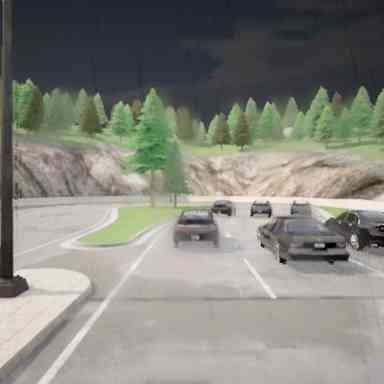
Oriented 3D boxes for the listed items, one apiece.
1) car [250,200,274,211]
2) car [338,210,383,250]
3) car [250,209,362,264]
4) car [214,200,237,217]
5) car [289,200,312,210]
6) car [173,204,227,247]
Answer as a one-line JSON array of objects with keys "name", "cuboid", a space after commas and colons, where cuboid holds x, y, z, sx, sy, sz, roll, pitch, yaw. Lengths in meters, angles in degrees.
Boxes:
[{"name": "car", "cuboid": [6.635, 1.501, 31.469, 2.128, 1.511, 4.902, 0, 0, 16]}, {"name": "car", "cuboid": [7.191, 1.511, 14.119, 1.837, 1.490, 4.892, 0, 1, 2]}, {"name": "car", "cuboid": [3.629, 1.551, 11.852, 2.033, 1.411, 5.357, 0, 0, 1]}, {"name": "car", "cuboid": [3.059, 1.515, 31.642, 1.837, 1.490, 4.892, 0, 0, 15]}, {"name": "car", "cuboid": [10.236, 1.501, 31.357, 2.128, 1.511, 4.902, 0, 0, 16]}, {"name": "car", "cuboid": [0.229, 1.497, 14.918, 2.128, 1.511, 4.902, 0, 0, 2]}]
